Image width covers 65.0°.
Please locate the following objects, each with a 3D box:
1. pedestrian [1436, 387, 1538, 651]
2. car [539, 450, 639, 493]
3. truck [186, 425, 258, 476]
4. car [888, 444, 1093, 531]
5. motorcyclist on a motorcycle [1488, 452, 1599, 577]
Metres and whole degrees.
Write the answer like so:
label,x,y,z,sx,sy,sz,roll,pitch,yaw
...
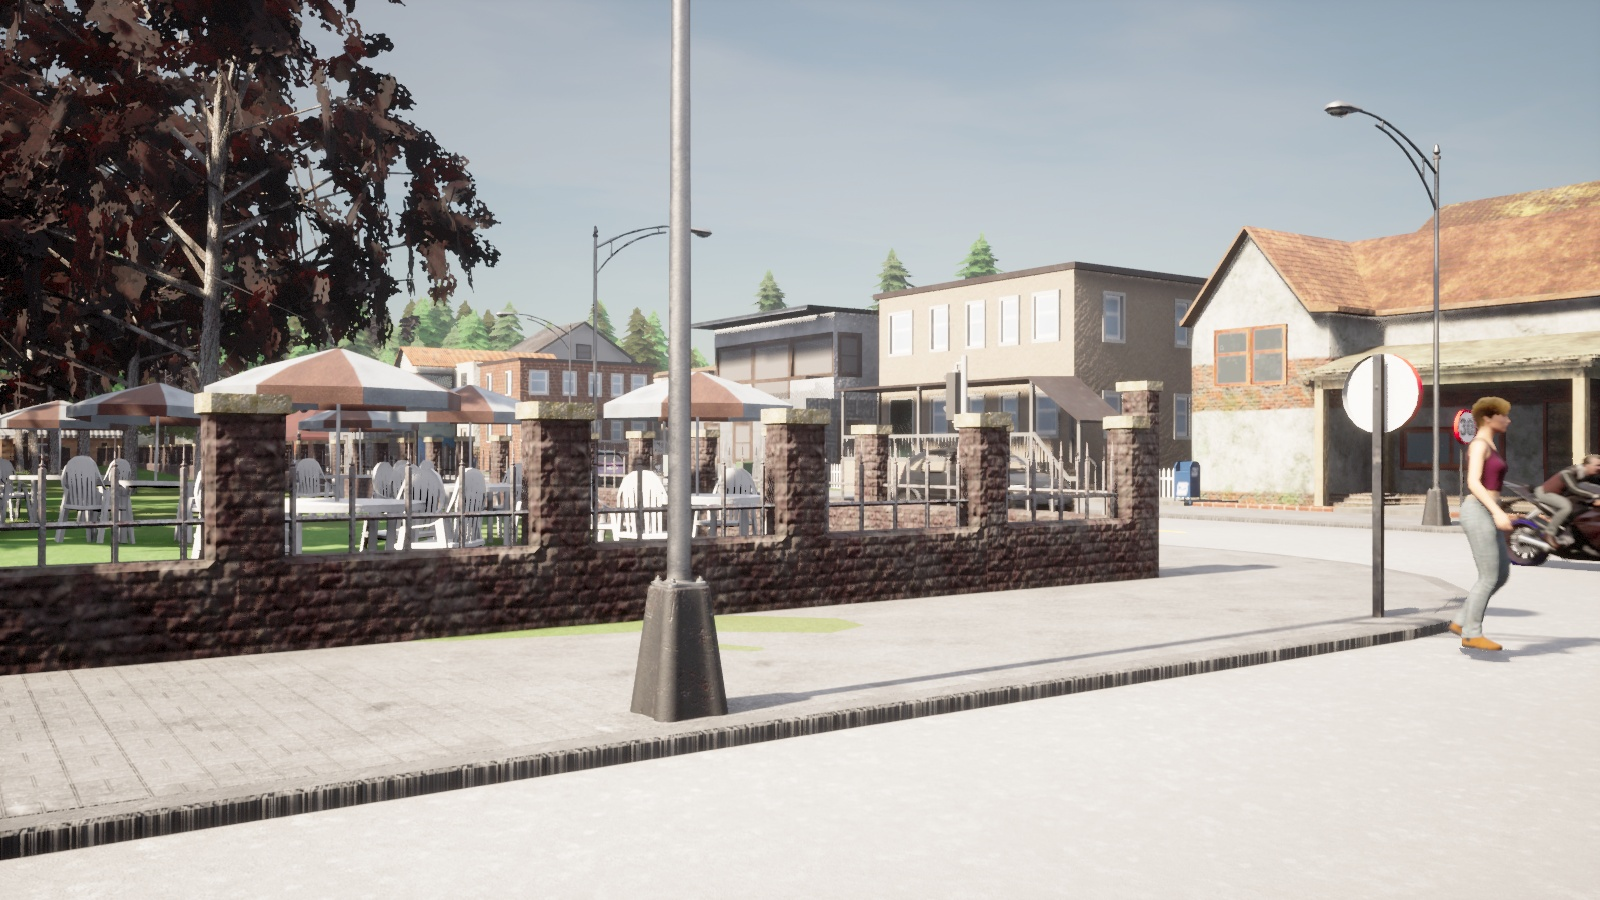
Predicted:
label,x,y,z,sx,sy,sz,roll,pitch,yaw
pedestrian,4.957,0.482,9.064,0.594,1.836,0.345,0,0,36
car,-8.432,0.814,49.772,2.033,1.649,4.856,0,0,-35
truck,-41.321,0.070,89.628,2.891,3.462,7.936,0,0,-38
car,3.755,0.697,25.380,1.851,1.617,3.988,0,0,-35
motorcyclist on a motorcycle,10.099,0.798,16.007,0.866,1.530,2.191,-1,0,-28
